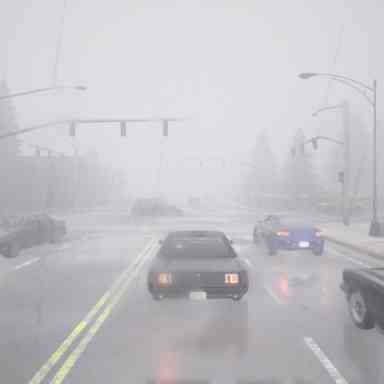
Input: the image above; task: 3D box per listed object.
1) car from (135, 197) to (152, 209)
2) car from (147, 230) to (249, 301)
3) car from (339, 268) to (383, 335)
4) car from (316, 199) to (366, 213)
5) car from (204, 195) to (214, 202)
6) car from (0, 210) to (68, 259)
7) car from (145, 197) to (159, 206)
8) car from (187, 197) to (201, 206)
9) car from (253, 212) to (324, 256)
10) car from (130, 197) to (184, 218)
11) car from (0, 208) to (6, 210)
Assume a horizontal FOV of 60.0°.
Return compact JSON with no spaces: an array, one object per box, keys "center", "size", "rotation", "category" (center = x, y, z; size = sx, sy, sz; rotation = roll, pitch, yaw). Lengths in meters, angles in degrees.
[{"center":[-6.872,1.526,47.371],"size":[1.812,1.442,4.674],"rotation":[0,0,0],"category":"car"},{"center":[0.103,1.601,8.281],"size":[1.895,1.301,4.718],"rotation":[0,0,0],"category":"car"},{"center":[3.615,1.601,3.968],"size":[1.895,1.301,4.718],"rotation":[0,0,0],"category":"car"},{"center":[16.095,1.478,36.046],"size":[5.008,1.535,1.882],"rotation":[0,0,0],"category":"car"},{"center":[3.864,1.355,74.956],"size":[2.097,1.767,4.553],"rotation":[0,0,0],"category":"car"},{"center":[-6.744,1.547,12.951],"size":[2.033,1.411,5.357],"rotation":[0,0,4],"category":"car"},{"center":[-6.815,1.564,57.395],"size":[1.994,1.385,4.181],"rotation":[0,0,0],"category":"car"},{"center":[0.365,1.505,53.585],"size":[1.837,1.490,4.892],"rotation":[0,0,0],"category":"car"},{"center":[3.643,1.526,13.071],"size":[1.812,1.442,4.674],"rotation":[0,0,0],"category":"car"},{"center":[-3.006,1.352,29.202],"size":[4.553,1.767,2.097],"rotation":[0,0,2],"category":"car"},{"center":[-16.922,1.505,25.917],"size":[4.892,1.490,1.837],"rotation":[0,0,-1],"category":"car"}]
